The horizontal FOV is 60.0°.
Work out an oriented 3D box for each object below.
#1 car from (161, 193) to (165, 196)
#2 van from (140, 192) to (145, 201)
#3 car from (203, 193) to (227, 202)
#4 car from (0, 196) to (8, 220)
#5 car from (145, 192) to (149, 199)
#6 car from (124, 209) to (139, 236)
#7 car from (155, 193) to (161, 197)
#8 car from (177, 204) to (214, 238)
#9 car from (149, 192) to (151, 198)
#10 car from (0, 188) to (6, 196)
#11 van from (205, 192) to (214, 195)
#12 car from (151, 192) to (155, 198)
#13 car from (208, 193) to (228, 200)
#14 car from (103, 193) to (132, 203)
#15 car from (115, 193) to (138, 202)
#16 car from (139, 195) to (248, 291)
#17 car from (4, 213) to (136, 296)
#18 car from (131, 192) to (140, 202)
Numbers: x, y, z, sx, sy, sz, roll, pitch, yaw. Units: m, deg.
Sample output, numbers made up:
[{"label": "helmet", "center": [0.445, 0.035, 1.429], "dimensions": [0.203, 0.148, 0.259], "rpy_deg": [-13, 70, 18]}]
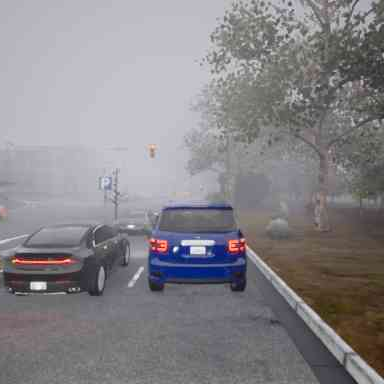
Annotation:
[{"label": "car", "center": [-10.876, 1.058, 89.839], "dimensions": [5.566, 2.045, 2.435], "rpy_deg": [-1, 0, -12]}, {"label": "van", "center": [-13.140, 1.088, 71.886], "dimensions": [4.442, 1.987, 1.878], "rpy_deg": [-1, 0, -14]}, {"label": "car", "center": [4.763, 1.136, 68.441], "dimensions": [4.553, 1.767, 2.185], "rpy_deg": [1, 0, -14]}, {"label": "car", "center": [-16.592, 1.402, 25.100], "dimensions": [4.553, 1.767, 2.185], "rpy_deg": [-1, 0, -19]}, {"label": "car", "center": [-12.907, 1.316, 74.857], "dimensions": [4.892, 1.521, 2.231], "rpy_deg": [-1, 0, -14]}, {"label": "car", "center": [-2.819, 1.587, 17.554], "dimensions": [1.994, 1.385, 4.181], "rpy_deg": [0, 0, 1]}, {"label": "car", "center": [-11.331, 1.351, 86.833], "dimensions": [4.674, 1.452, 2.002], "rpy_deg": [-1, 0, -12]}, {"label": "car", "center": [0.199, 1.530, 19.012], "dimensions": [1.837, 1.490, 4.892], "rpy_deg": [0, 0, 0]}, {"label": "car", "center": [-12.530, 1.354, 77.851], "dimensions": [4.674, 1.452, 2.002], "rpy_deg": [-1, 0, -13]}, {"label": "car", "center": [-31.089, 0.133, 53.795], "dimensions": [2.002, 1.452, 4.674], "rpy_deg": [6, -3, -19]}, {"label": "van", "center": [4.375, 1.038, 65.472], "dimensions": [4.442, 1.987, 1.878], "rpy_deg": [1, 0, -14]}, {"label": "car", "center": [-12.154, 1.353, 80.852], "dimensions": [4.674, 1.452, 2.002], "rpy_deg": [-1, 0, -13]}, {"label": "car", "center": [6.575, 1.123, 83.138], "dimensions": [4.553, 1.767, 2.185], "rpy_deg": [1, 0, -12]}, {"label": "car", "center": [-14.356, 1.353, 62.903], "dimensions": [4.792, 1.488, 2.163], "rpy_deg": [-1, 0, -15]}, {"label": "car", "center": [-13.609, 1.191, 68.846], "dimensions": [4.553, 1.767, 2.185], "rpy_deg": [-1, 0, -14]}, {"label": "car", "center": [0.124, 1.232, 9.154], "dimensions": [2.150, 2.045, 5.566], "rpy_deg": [0, 0, 0]}, {"label": "car", "center": [-2.879, 1.515, 8.668], "dimensions": [1.837, 1.490, 4.892], "rpy_deg": [0, 0, 0]}, {"label": "car", "center": [-13.707, 1.310, 65.895], "dimensions": [5.366, 1.575, 1.946], "rpy_deg": [-1, 0, -15]}]
